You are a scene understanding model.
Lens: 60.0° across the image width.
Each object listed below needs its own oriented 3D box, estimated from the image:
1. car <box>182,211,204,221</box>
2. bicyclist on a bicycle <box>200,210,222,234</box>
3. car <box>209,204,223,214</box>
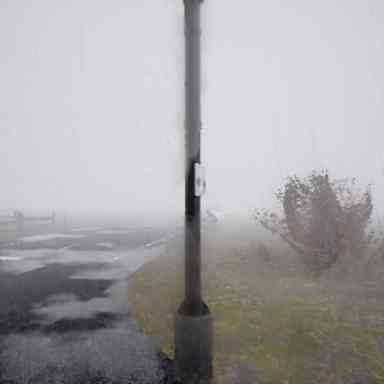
[{"bbox_3d":[0.125,2.553,37.840,2.033,1.411,5.357,0,-2,10],"label":"car"},{"bbox_3d":[1.188,2.019,22.340,1.656,1.620,0.582,0,-1,11],"label":"bicyclist on a bicycle"},{"bbox_3d":[4.483,3.036,61.063,2.097,1.767,4.553,0,-1,11],"label":"car"}]
